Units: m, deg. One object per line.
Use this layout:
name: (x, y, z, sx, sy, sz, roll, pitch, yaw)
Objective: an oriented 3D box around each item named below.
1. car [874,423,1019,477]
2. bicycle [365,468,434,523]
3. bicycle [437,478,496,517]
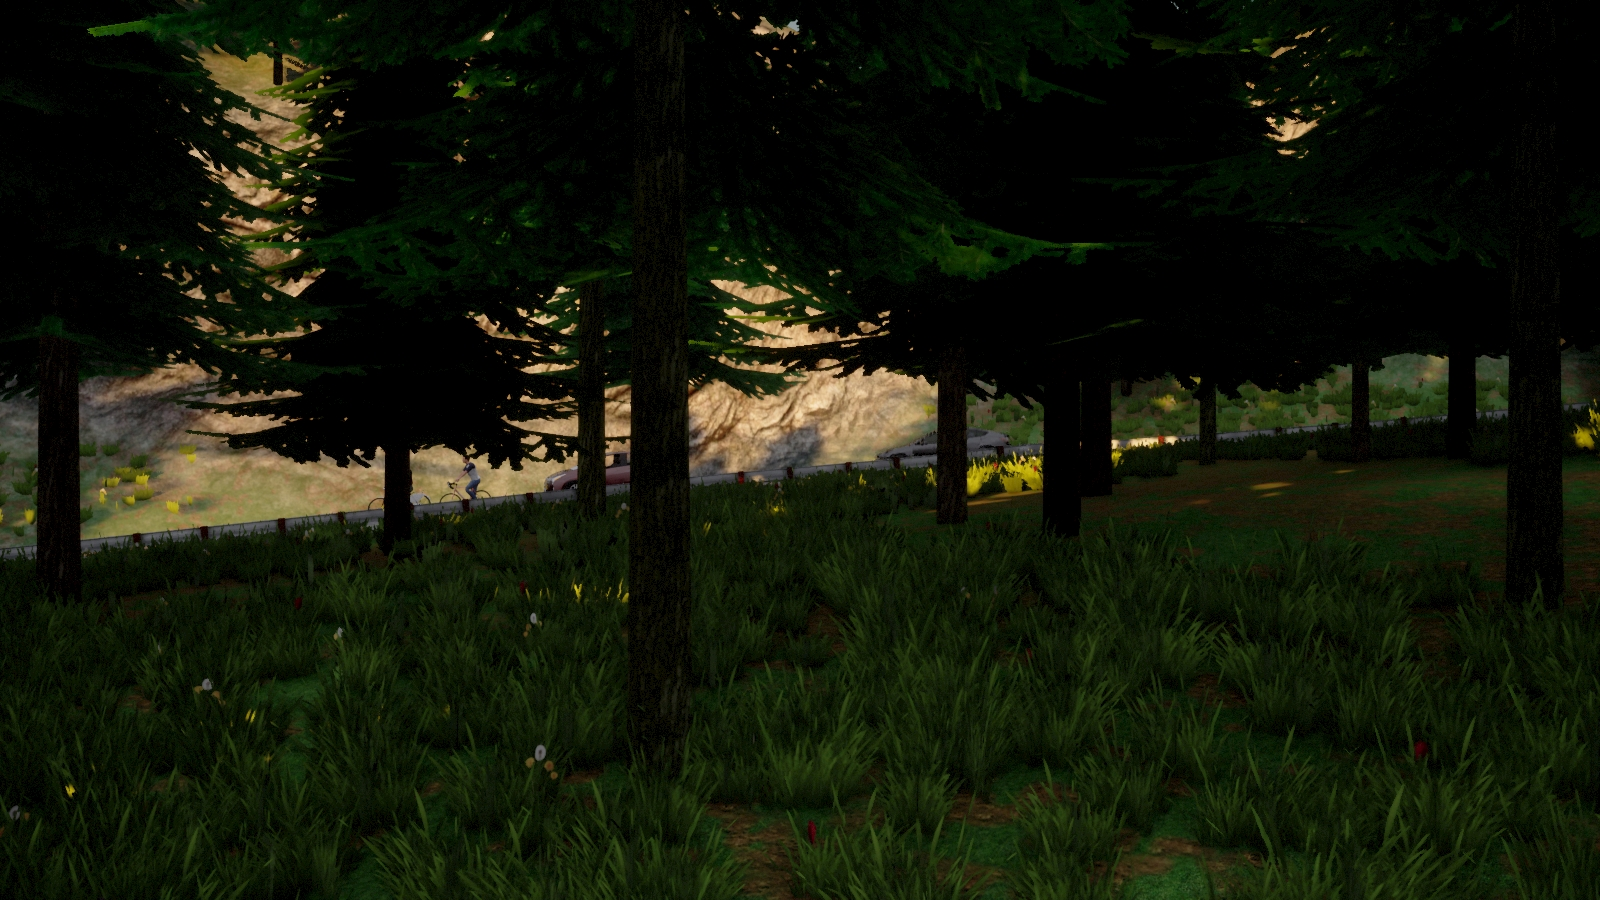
car: (5.054, -0.008, 40.030, 4.792, 1.488, 2.163, -4, 0, 3)
bicycle: (-12.076, 1.355, 34.489, 1.835, 1.471, 0.329, -5, 2, -29)
bicycle: (-10.252, 1.440, 35.171, 1.643, 1.024, 0.373, -5, 3, -36)
